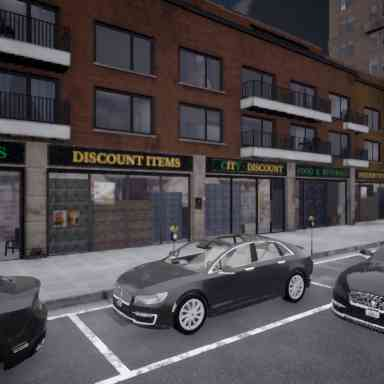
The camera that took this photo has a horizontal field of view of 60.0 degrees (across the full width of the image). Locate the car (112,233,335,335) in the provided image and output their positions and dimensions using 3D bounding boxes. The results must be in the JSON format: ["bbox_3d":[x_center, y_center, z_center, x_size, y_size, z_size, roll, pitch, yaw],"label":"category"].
[{"bbox_3d":[0.612,1.551,6.619,4.403,1.369,2.008,0,0,-35],"label":"car"}]

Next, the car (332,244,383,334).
[{"bbox_3d":[4.581,1.505,6.205,4.892,1.490,1.837,0,0,-35],"label":"car"}]

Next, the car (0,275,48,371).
[{"bbox_3d":[-3.884,1.551,3.419,4.403,1.369,2.008,0,0,-35],"label":"car"}]
